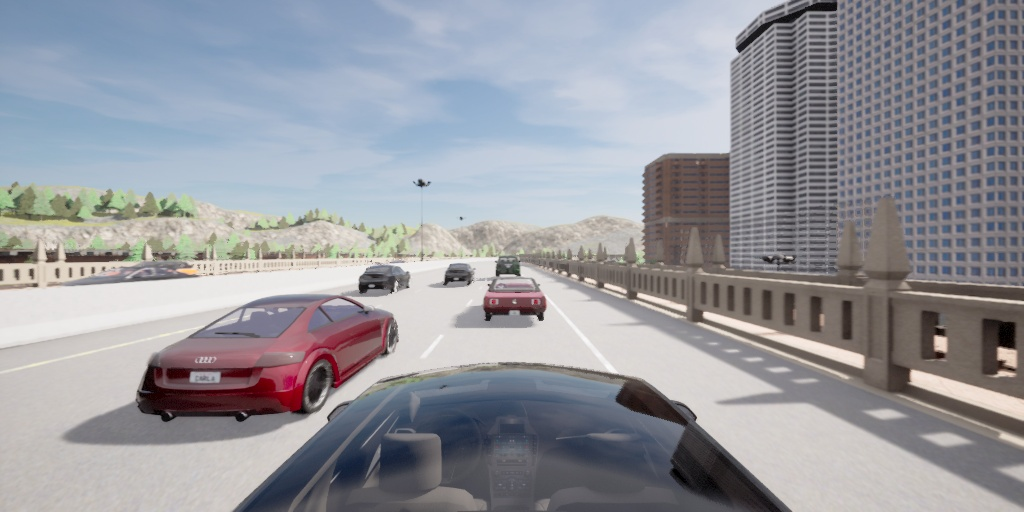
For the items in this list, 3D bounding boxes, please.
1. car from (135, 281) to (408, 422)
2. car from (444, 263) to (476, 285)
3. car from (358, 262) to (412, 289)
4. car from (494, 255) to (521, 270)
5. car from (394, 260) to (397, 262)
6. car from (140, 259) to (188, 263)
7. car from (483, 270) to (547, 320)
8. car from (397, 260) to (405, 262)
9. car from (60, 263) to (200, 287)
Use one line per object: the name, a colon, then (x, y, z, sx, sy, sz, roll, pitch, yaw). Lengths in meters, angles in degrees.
car: (-3.403, 1.314, 5.980, 1.994, 1.385, 4.181, 0, 0, 0)
car: (-3.720, 1.256, 25.908, 1.837, 1.490, 4.892, 0, 0, -1)
car: (-7.082, 1.255, 20.379, 1.837, 1.490, 4.892, 0, 0, -1)
car: (-0.391, 0.972, 32.196, 2.150, 2.045, 5.566, 0, 0, -2)
car: (-14.763, 1.352, 39.780, 1.895, 1.301, 4.718, 0, 0, -1)
car: (-21.286, 1.103, 21.292, 2.097, 1.767, 4.553, 0, 0, -1)
car: (0.058, 1.351, 12.550, 1.895, 1.301, 4.718, 0, 0, -1)
car: (-18.791, 1.306, 59.450, 2.033, 1.411, 5.357, 0, 0, -2)
car: (-17.699, 1.242, 16.738, 2.128, 1.511, 4.902, 0, 0, -1)
